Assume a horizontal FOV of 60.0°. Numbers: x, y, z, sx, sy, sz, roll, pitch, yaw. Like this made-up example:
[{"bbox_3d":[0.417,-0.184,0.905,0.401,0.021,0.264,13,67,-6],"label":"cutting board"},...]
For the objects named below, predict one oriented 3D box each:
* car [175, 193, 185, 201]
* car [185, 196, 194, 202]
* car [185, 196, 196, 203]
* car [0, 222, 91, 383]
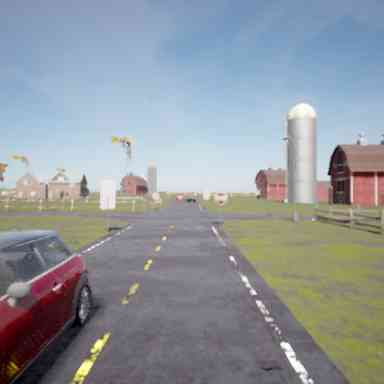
[{"bbox_3d":[-2.997,1.175,83.927,2.150,2.045,5.566,0,0,-2],"label":"car"},{"bbox_3d":[-0.725,1.812,89.964,1.882,1.535,5.008,0,0,-6],"label":"car"},{"bbox_3d":[-0.060,1.802,79.855,1.882,1.535,5.008,0,0,-2],"label":"car"},{"bbox_3d":[-2.843,1.368,4.028,2.097,1.767,4.553,0,0,0],"label":"car"}]
